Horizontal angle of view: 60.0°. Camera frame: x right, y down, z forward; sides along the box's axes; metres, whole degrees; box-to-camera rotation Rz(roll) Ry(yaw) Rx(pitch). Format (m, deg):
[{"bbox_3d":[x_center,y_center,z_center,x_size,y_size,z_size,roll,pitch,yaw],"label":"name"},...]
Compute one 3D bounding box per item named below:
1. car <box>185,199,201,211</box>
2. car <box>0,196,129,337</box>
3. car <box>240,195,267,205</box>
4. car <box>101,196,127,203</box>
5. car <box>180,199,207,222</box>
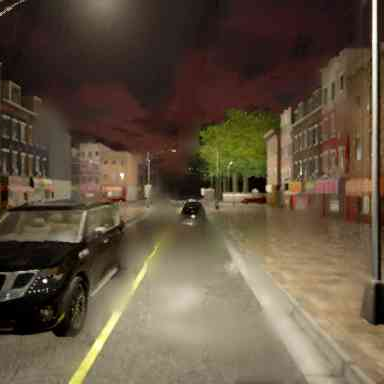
[{"bbox_3d":[0.097,1.560,42.076,1.994,1.385,4.181,0,0,0],"label":"car"},{"bbox_3d":[-2.822,1.220,7.012,2.150,2.045,5.566,0,0,1],"label":"car"},{"bbox_3d":[11.723,1.469,63.058,5.009,1.841,2.192,1,-1,0],"label":"car"},{"bbox_3d":[-14.709,1.412,63.147,4.507,1.381,1.887,1,-1,0],"label":"car"},{"bbox_3d":[0.100,1.498,26.216,1.837,1.490,4.892,0,0,0],"label":"car"}]
